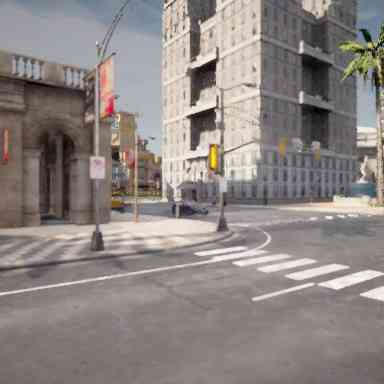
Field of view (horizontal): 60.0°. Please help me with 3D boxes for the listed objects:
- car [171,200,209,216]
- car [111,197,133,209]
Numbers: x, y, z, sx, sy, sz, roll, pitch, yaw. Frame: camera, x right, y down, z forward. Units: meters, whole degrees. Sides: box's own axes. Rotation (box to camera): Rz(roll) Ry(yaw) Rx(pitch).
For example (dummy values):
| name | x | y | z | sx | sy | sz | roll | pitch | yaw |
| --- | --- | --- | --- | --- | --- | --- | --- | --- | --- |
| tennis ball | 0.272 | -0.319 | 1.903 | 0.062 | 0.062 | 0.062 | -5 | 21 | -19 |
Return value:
| name | x | y | z | sx | sy | sz | roll | pitch | yaw |
| --- | --- | --- | --- | --- | --- | --- | --- | --- | --- |
| car | -0.285 | 1.522 | 32.423 | 1.812 | 1.442 | 4.674 | 0 | 0 | -36 |
| car | -9.791 | 1.473 | 45.663 | 1.882 | 1.535 | 5.008 | 0 | 0 | -36 |
